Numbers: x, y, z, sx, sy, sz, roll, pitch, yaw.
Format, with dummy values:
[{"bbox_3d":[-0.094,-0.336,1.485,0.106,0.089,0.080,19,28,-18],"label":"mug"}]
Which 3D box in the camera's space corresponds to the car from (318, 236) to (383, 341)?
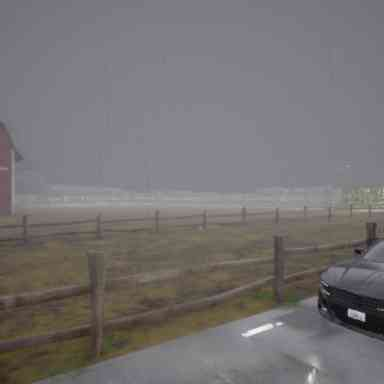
[{"bbox_3d":[4.374,1.479,6.177,5.008,1.535,1.882,0,0,-35],"label":"car"}]
